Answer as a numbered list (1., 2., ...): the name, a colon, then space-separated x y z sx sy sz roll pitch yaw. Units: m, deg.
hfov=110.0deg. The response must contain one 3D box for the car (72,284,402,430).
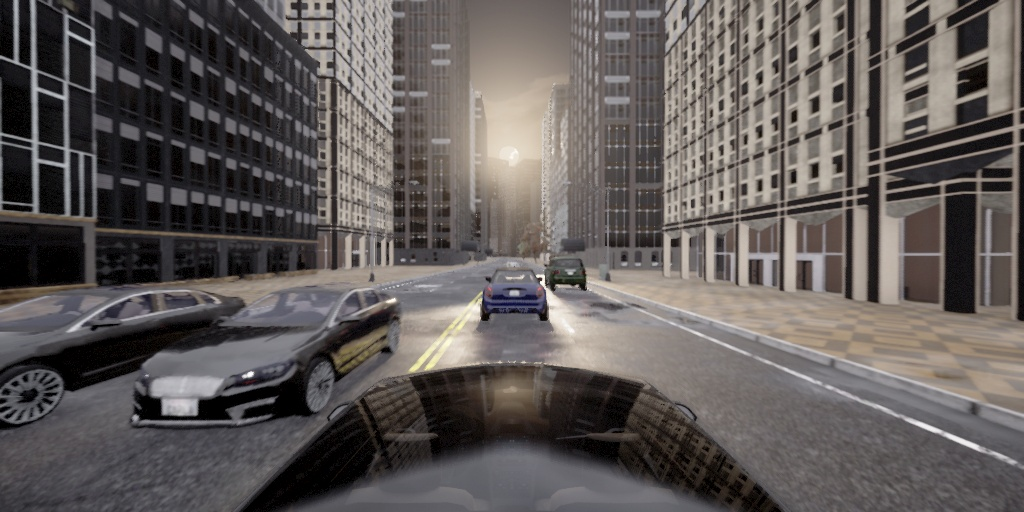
1. car: -3.336 1.265 6.058 2.128 1.511 4.902 0 0 0

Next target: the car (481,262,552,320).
1. car: 0.084 1.165 13.054 2.097 1.767 4.553 0 0 0

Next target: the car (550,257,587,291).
1. car: 3.348 1.090 23.195 2.150 2.045 5.566 0 0 0

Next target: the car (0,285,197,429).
1. car: -6.586 1.264 5.727 2.128 1.511 4.902 0 0 0
